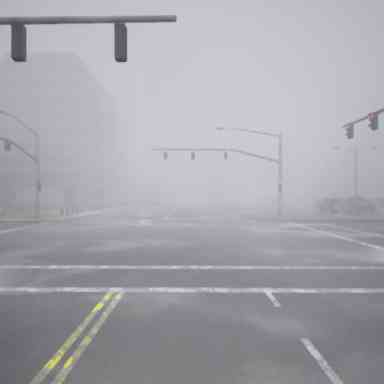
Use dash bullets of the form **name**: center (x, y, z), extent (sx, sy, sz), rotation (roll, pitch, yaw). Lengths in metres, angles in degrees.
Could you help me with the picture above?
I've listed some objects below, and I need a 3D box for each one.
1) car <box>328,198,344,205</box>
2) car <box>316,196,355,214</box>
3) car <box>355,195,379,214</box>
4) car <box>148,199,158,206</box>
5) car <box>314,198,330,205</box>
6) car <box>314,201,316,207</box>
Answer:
- **car**: center (30.789, 2.069, 71.398), extent (1.784, 1.438, 3.905), rotation (0, -1, 0)
- **car**: center (16.632, 1.538, 38.841), extent (1.932, 1.855, 4.605), rotation (0, -1, 0)
- **car**: center (19.526, 1.540, 38.796), extent (1.905, 1.878, 3.866), rotation (0, -1, 0)
- **car**: center (-8.129, 2.215, 69.953), extent (1.812, 1.442, 4.674), rotation (0, -1, 0)
- **car**: center (27.894, 2.101, 71.389), extent (1.970, 1.475, 3.806), rotation (0, -1, 0)
- **car**: center (22.175, 1.952, 56.269), extent (1.970, 1.475, 3.806), rotation (0, -1, 0)
